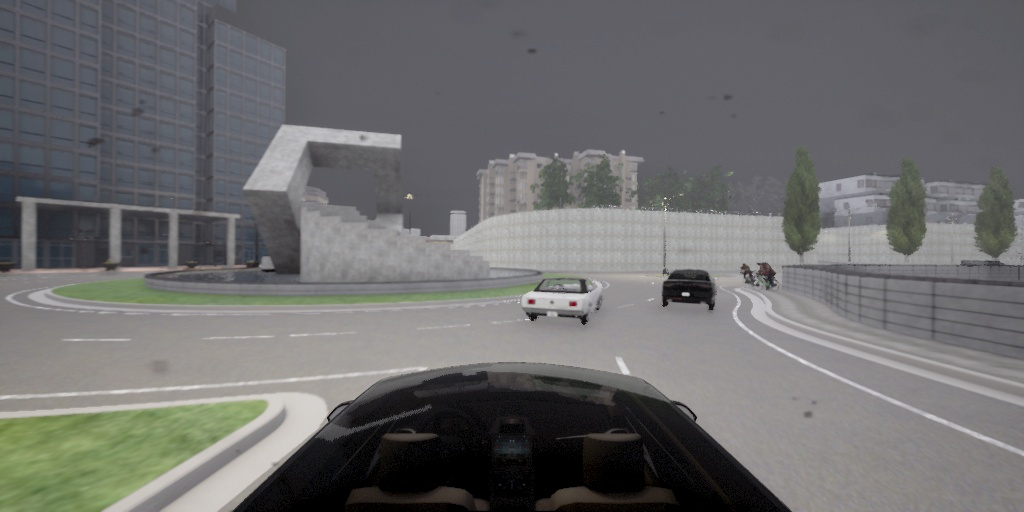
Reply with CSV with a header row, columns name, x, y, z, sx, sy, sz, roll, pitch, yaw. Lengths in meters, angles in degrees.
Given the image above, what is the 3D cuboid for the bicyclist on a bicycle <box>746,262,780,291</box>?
name,x,y,z,sx,sy,sz,roll,pitch,yaw
bicyclist on a bicycle,14.373,1.191,20.287,1.656,1.620,0.582,0,0,-4

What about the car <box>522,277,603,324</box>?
name,x,y,z,sx,sy,sz,roll,pitch,yaw
car,1.936,1.375,12.277,1.895,1.301,4.718,0,0,21

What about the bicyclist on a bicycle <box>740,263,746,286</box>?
name,x,y,z,sx,sy,sz,roll,pitch,yaw
bicyclist on a bicycle,15.545,1.267,23.822,0.582,1.620,1.656,-4,-8,16

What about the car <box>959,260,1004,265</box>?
name,x,y,z,sx,sy,sz,roll,pitch,yaw
car,50.083,1.444,37.907,5.566,2.045,2.150,1,0,-13

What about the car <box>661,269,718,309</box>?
name,x,y,z,sx,sy,sz,roll,pitch,yaw
car,7.808,1.306,15.669,1.882,1.535,5.008,0,0,30
